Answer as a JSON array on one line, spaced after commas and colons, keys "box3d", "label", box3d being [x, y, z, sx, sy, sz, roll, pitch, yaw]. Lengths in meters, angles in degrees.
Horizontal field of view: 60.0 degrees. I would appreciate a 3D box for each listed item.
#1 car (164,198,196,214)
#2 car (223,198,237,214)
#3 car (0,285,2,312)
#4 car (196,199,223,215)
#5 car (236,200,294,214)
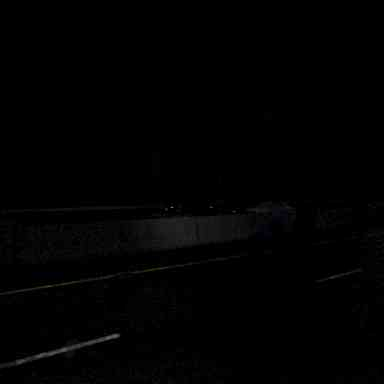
[{"box3d": [-0.526, 1.420, 33.703, 4.892, 1.490, 1.837, 0, 0, -35], "label": "car"}, {"box3d": [5.145, 1.470, 29.146, 4.181, 1.385, 1.994, 0, 0, -35], "label": "car"}, {"box3d": [-5.547, 1.230, 4.088, 5.566, 2.045, 2.150, 0, 0, -35], "label": "car"}, {"box3d": [3.213, 1.383, 32.069, 5.008, 1.535, 1.882, 0, 0, -35], "label": "car"}, {"box3d": [5.901, 1.438, 25.389, 4.674, 1.442, 1.812, 0, 0, -35], "label": "car"}]
